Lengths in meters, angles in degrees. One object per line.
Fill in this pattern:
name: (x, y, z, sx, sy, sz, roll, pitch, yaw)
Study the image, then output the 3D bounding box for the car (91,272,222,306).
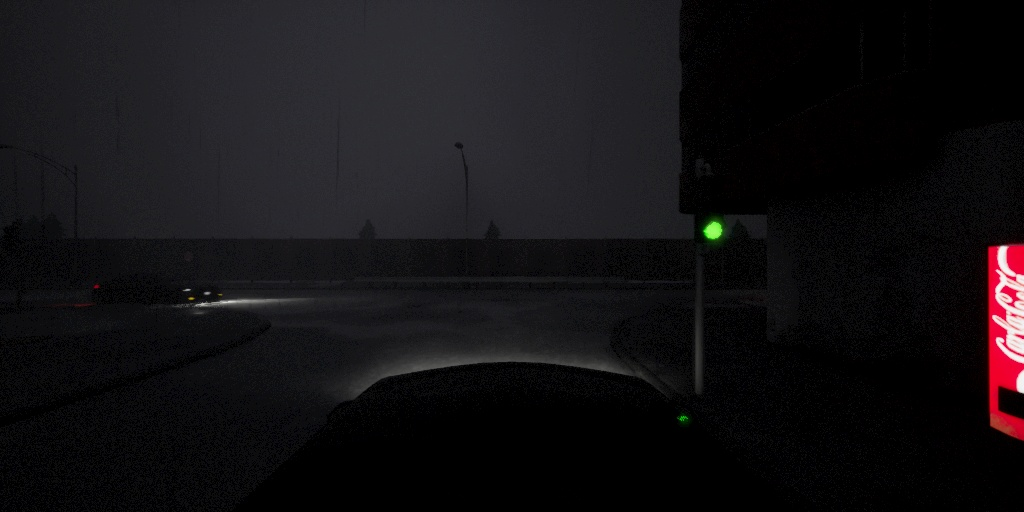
car: (-14.912, 1.375, 15.191, 4.181, 1.385, 1.994, 1, 0, 0)
